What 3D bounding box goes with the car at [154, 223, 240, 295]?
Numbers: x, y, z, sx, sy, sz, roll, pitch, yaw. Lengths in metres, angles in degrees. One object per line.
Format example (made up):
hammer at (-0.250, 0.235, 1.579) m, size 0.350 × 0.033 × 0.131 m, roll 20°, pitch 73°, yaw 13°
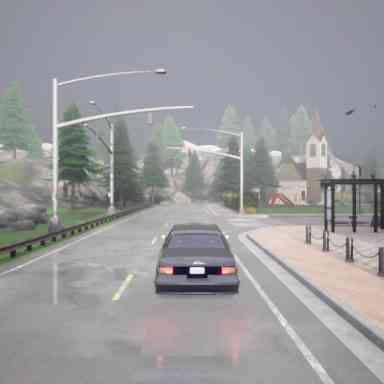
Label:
car at (0.096, 1.547, 8.855) m, size 2.033 × 1.411 × 5.357 m, roll 0°, pitch 0°, yaw 0°
